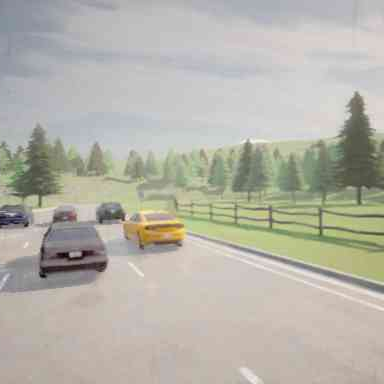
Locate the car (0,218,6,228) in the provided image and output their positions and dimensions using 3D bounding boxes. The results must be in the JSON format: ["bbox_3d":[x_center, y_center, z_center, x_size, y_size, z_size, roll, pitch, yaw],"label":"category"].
[{"bbox_3d":[-7.702,1.786,10.963,1.895,1.301,4.718,-1,0,-21],"label":"car"}]

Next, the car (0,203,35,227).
[{"bbox_3d":[-13.379,1.699,25.418,2.097,1.767,4.553,-1,0,-19],"label":"car"}]

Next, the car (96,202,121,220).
[{"bbox_3d":[-6.892,1.592,28.042,2.097,1.767,4.553,-1,0,-20],"label":"car"}]

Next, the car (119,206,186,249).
[{"bbox_3d":[-1.863,1.575,15.233,1.882,1.535,5.008,-1,0,-22],"label":"car"}]

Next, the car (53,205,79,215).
[{"bbox_3d":[-10.395,1.827,27.471,1.812,1.442,4.674,-1,0,-19],"label":"car"}]

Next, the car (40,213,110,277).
[{"bbox_3d":[-3.892,1.663,10.828,2.033,1.411,5.357,-1,0,-22],"label":"car"}]
